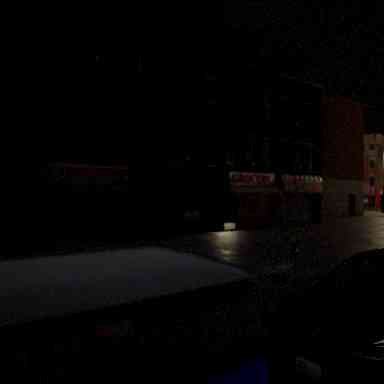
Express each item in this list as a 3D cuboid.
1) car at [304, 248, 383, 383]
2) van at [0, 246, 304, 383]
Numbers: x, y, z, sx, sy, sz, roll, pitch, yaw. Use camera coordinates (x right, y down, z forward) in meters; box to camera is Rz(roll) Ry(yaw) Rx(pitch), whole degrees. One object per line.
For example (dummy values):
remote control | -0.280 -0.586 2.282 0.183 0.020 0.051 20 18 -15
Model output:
car | 3.070 1.612 5.003 4.313 1.339 1.947 1 -1 -35
van | -1.353 1.340 1.851 3.998 1.788 1.690 1 -1 -35
